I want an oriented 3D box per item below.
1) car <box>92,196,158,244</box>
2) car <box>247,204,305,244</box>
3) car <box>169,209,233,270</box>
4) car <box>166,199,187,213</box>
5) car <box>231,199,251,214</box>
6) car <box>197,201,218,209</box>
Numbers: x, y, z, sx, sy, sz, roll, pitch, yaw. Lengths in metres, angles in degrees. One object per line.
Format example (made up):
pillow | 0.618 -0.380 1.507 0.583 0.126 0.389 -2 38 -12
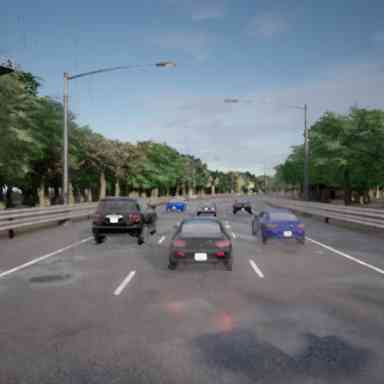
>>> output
car | -3.022 1.214 15.980 2.150 2.045 5.566 0 0 2
car | 3.975 1.525 15.773 1.812 1.442 4.674 0 0 2
car | 0.305 1.522 10.973 1.812 1.442 4.674 0 0 2
car | -1.627 1.469 36.728 1.882 1.535 5.008 0 0 5
car | 5.294 1.505 35.572 1.837 1.490 4.892 0 0 5
car | 1.450 1.543 31.899 2.033 1.411 5.357 0 0 5
